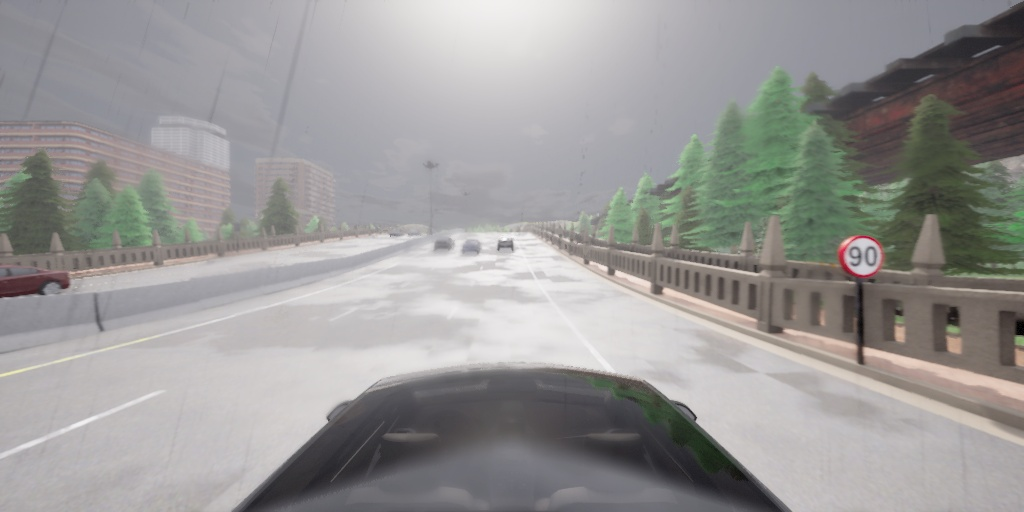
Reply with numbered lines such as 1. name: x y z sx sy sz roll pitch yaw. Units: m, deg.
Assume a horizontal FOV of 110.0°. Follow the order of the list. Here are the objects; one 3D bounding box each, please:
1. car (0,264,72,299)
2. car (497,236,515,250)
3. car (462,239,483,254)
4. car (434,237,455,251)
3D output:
1. car: -21.333 1.138 14.428 1.882 1.535 5.008 -1 3 -1
2. car: -0.718 -1.537 41.389 2.128 1.511 4.902 -1 6 -1
3. car: -4.174 -1.070 37.864 2.033 1.411 5.357 0 6 -1
4. car: -7.718 -1.463 41.326 1.837 1.490 4.892 0 7 -1
